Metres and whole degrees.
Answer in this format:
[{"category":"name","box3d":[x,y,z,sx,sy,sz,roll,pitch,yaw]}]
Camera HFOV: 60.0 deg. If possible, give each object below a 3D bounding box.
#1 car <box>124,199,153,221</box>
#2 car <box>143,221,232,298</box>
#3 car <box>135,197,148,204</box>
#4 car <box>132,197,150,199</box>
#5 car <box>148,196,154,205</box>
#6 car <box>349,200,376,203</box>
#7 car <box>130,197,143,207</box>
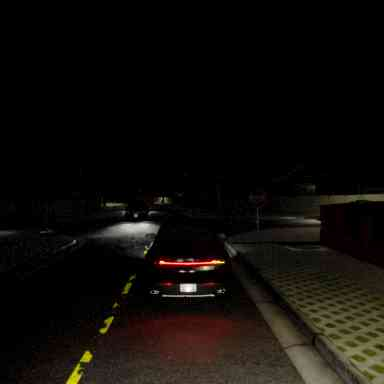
[{"category":"car","box3d":[-4.569,1.562,27.775,2.128,1.511,4.902,0,0,-7]},{"category":"car","box3d":[-0.147,1.509,8.502,1.837,1.490,4.892,0,0,-2]},{"category":"car","box3d":[-11.587,1.805,75.369,2.128,1.511,4.902,0,-1,-18]},{"category":"car","box3d":[-6.689,1.676,42.592,1.812,1.442,4.674,0,0,-10]},{"category":"car","box3d":[-8.786,1.670,65.644,2.097,1.767,4.553,0,-1,-16]},{"category":"car","box3d":[11.836,1.260,23.045,5.357,1.411,2.033,-1,1,3]},{"category":"car","box3d":[-9.452,1.718,56.421,1.882,1.535,5.008,0,-1,-13]}]
